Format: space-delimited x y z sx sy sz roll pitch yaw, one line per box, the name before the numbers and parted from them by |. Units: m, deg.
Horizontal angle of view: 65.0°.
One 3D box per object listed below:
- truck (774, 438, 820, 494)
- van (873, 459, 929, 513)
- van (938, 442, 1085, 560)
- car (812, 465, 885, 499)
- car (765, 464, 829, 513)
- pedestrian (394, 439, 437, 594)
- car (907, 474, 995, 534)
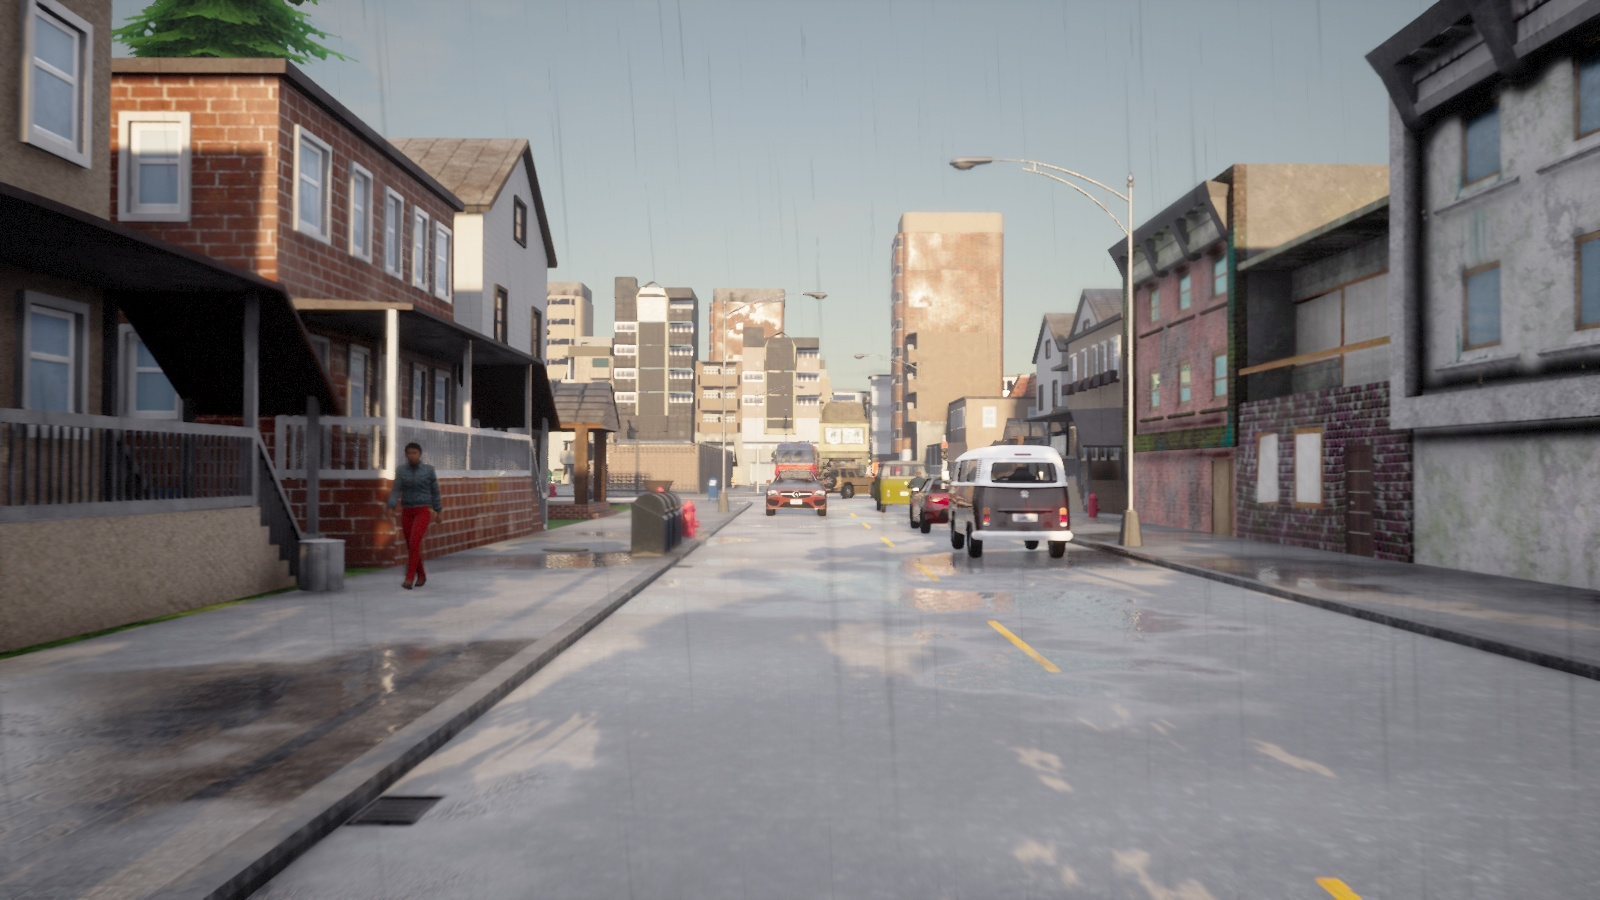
truck | -0.161 1.185 91.659 2.891 3.827 8.468 0 -1 3
van | 3.883 1.373 49.023 1.775 1.987 4.442 0 -1 -1
van | 3.936 0.927 24.173 2.069 2.038 4.480 0 -1 0
car | 2.782 1.815 71.410 1.932 1.855 4.605 0 -1 35
car | -0.116 1.348 45.037 2.152 1.651 5.027 0 -1 0
pedestrian | -4.676 0.799 15.289 0.353 1.847 0.614 0 -1 -1
car | 3.915 1.368 33.202 1.816 1.474 4.193 0 -1 0
